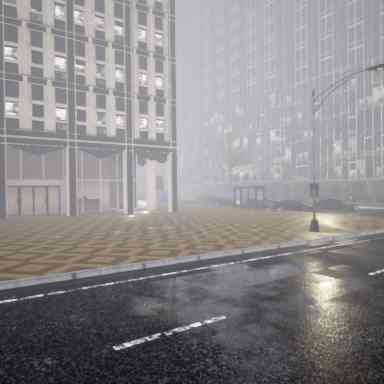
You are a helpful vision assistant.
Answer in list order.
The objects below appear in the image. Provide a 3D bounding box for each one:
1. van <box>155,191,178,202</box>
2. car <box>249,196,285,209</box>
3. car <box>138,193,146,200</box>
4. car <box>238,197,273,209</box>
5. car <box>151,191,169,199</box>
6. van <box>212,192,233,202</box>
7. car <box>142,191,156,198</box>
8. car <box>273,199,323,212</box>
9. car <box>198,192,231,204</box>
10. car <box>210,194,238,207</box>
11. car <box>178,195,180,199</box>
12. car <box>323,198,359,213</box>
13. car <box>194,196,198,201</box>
[{"bbox_3d":[-4.748,0.935,59.110,1.690,1.788,3.998,0,1,-35],"label":"van"},{"bbox_3d":[9.614,1.315,42.785,1.994,1.385,4.181,-1,1,-35],"label":"car"},{"bbox_3d":[-11.191,1.037,68.478,2.008,1.369,4.403,0,1,-35],"label":"car"},{"bbox_3d":[8.043,1.386,40.321,1.802,1.307,4.206,-1,1,-35],"label":"car"},{"bbox_3d":[-7.508,0.612,77.906,2.192,1.841,5.009,0,1,-35],"label":"car"},{"bbox_3d":[5.377,0.853,59.175,1.690,1.788,3.998,-1,1,-35],"label":"van"},{"bbox_3d":[-10.729,0.683,82.590,1.967,1.590,4.097,0,1,-35],"label":"car"},{"bbox_3d":[11.251,1.422,35.627,1.947,1.339,4.313,-1,1,-35],"label":"car"},{"bbox_3d":[3.727,1.203,51.362,2.033,1.411,5.357,-1,1,-34],"label":"car"},{"bbox_3d":[4.870,1.318,45.036,1.947,1.339,4.313,-1,1,-35],"label":"car"},{"bbox_3d":[-4.286,0.933,73.227,1.802,1.307,4.206,0,1,-35],"label":"car"},{"bbox_3d":[15.009,1.363,34.946,1.812,1.442,4.674,-1,1,-34],"label":"car"},{"bbox_3d":[2.156,1.041,63.861,1.802,1.307,4.206,-1,1,-35],"label":"car"}]
